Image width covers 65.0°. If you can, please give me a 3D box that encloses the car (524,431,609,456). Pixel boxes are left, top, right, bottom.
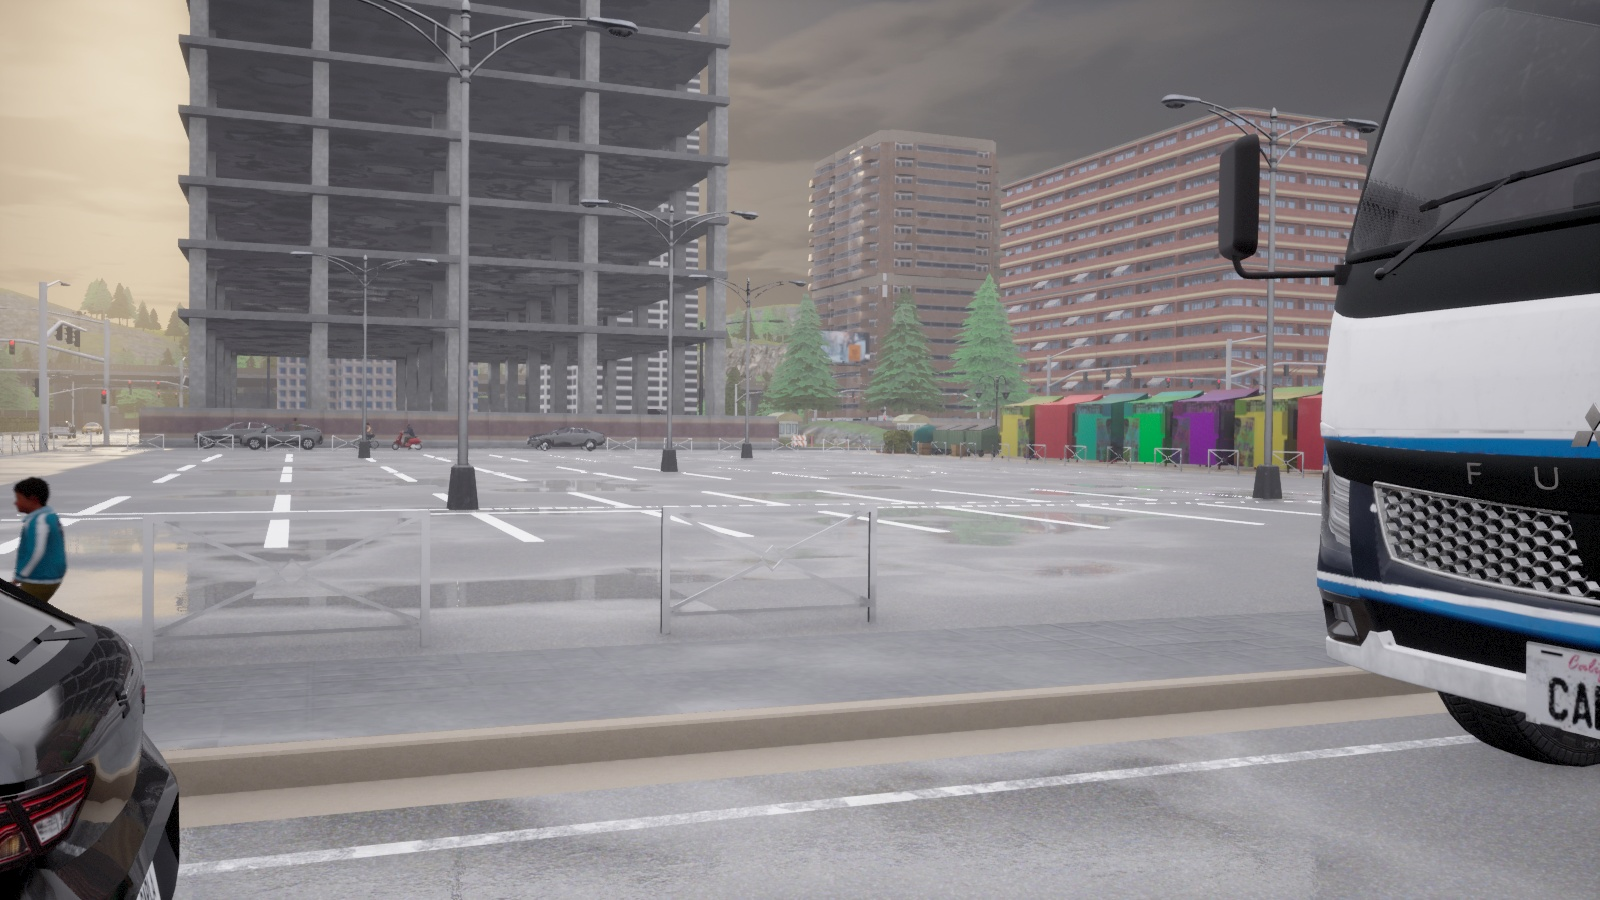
[{"bbox_3d":[-14.696,-0.426,78.923,4.902,1.511,2.128,-1,1,-22],"label":"car"}]

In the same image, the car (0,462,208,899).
[{"bbox_3d":[-3.322,0.815,1.970,4.193,1.474,1.816,-1,1,-21],"label":"car"}]

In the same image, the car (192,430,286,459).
[{"bbox_3d":[-33.451,-0.338,75.023,5.027,1.651,2.152,-1,1,-22],"label":"car"}]

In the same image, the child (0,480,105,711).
[{"bbox_3d":[-4.069,0.770,6.826,0.448,1.192,0.343,-1,1,-22],"label":"child"}]

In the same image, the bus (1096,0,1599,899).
[{"bbox_3d":[6.891,-0.747,5.803,10.273,4.253,3.944,-1,1,-20],"label":"bus"}]

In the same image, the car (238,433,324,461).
[{"bbox_3d":[-29.989,-0.169,72.661,4.514,1.525,2.007,-1,1,-22],"label":"car"}]

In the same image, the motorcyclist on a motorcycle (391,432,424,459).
[{"bbox_3d":[-23.535,-0.275,75.304,1.817,1.590,0.866,-1,1,-22],"label":"motorcyclist on a motorcycle"}]
